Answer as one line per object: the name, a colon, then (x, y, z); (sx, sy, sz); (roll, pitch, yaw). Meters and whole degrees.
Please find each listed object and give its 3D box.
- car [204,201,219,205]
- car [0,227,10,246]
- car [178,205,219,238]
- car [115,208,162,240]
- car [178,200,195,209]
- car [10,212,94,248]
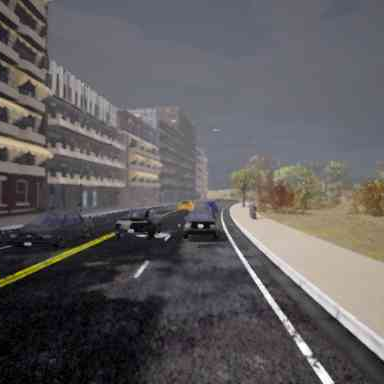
car: (2.674, 1.945, 46.124); (1.812, 1.442, 4.674); (0, 0, 6)
car: (-9.588, 1.645, 13.301); (1.994, 1.385, 4.181); (0, 0, 2)
car: (0.525, 1.703, 18.573); (2.033, 1.411, 5.357); (0, 0, 3)
car: (-2.752, 1.634, 18.020); (2.128, 1.511, 4.902); (0, 0, 3)
car: (-0.706, 1.876, 45.118); (1.882, 1.535, 5.008); (0, 0, 6)
car: (-6.256, 1.658, 15.558); (2.033, 1.411, 5.357); (0, -1, 3)
